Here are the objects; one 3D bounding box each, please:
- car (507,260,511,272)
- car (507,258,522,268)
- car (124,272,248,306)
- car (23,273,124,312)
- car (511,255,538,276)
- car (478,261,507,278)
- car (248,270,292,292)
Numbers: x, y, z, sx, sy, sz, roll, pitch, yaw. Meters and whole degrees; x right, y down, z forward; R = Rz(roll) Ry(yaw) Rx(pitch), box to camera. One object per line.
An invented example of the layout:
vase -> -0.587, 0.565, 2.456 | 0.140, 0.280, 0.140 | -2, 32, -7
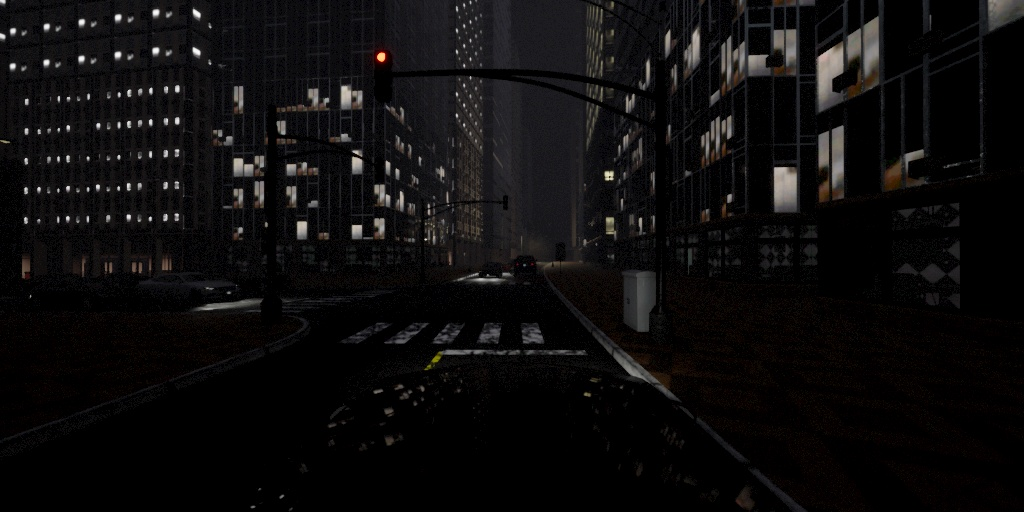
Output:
car -> -1.162, 1.320, 44.264 | 1.895, 1.301, 4.718 | 0, 0, 5
car -> 0.507, 1.168, 60.191 | 1.882, 1.535, 5.008 | 0, 0, 7
car -> -15.915, 1.522, 17.602 | 4.674, 1.442, 1.812 | -1, 0, 9
car -> -18.130, 1.566, 15.327 | 4.403, 1.370, 2.007 | 0, 0, 9
car -> 1.419, 0.949, 36.549 | 2.150, 2.045, 5.566 | 0, 0, 4
car -> -1.946, 1.279, 34.256 | 2.033, 1.411, 5.357 | 0, 0, 4
car -> -16.819, 1.608, 23.605 | 4.403, 1.370, 2.007 | 0, 0, 9
